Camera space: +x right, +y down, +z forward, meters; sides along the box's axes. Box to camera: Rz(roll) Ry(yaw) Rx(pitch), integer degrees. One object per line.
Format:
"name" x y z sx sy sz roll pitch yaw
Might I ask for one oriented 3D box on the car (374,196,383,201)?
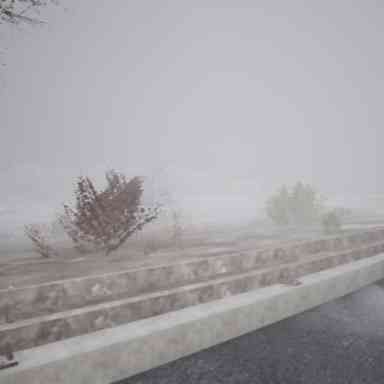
"car" 44.041 1.515 77.082 1.994 1.385 4.181 0 0 2
